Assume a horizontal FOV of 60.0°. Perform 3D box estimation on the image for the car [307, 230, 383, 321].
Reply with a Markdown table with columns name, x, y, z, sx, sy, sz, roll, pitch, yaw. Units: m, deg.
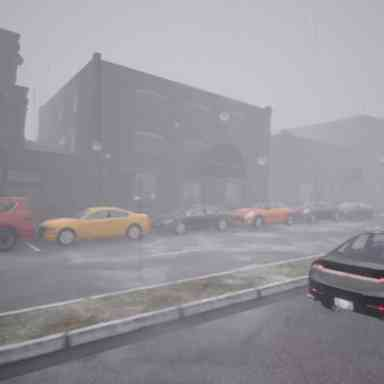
| name | x | y | z | sx | sy | sz | roll | pitch | yaw |
| --- | --- | --- | --- | --- | --- | --- | --- | --- | --- |
| car | 4.298 | 1.500 | 6.505 | 4.902 | 1.511 | 2.128 | 0 | 0 | -35 |

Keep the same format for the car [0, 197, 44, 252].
| name | x | y | z | sx | sy | sz | roll | pitch | yaw |
| --- | --- | --- | --- | --- | --- | --- | --- | --- | --- |
| car | -8.802 | 1.202 | 12.278 | 5.566 | 2.045 | 2.435 | 0 | 0 | -36 |

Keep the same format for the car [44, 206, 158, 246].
| name | x | y | z | sx | sy | sz | roll | pitch | yaw |
| --- | --- | --- | --- | --- | --- | --- | --- | --- | --- |
| car | -4.387 | 1.460 | 15.444 | 5.008 | 1.535 | 2.097 | 0 | 0 | -36 |

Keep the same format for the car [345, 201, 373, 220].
| name | x | y | z | sx | sy | sz | roll | pitch | yaw |
| --- | --- | --- | --- | --- | --- | --- | --- | --- | --- |
| car | 13.674 | 1.531 | 28.392 | 4.674 | 1.452 | 2.002 | 0 | 0 | -36 |

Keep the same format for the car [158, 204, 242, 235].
| name | x | y | z | sx | sy | sz | roll | pitch | yaw |
| --- | --- | --- | --- | --- | --- | --- | --- | --- | --- |
| car | 0.104 | 1.469 | 18.664 | 4.892 | 1.521 | 2.231 | 0 | 0 | -36 |

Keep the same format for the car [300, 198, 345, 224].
| name | x | y | z | sx | sy | sz | roll | pitch | yaw |
| --- | --- | --- | --- | --- | --- | --- | --- | --- | --- |
| car | 9.106 | 1.358 | 25.116 | 4.553 | 1.767 | 2.185 | 0 | 0 | -36 |

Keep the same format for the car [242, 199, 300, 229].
| name | x | y | z | sx | sy | sz | roll | pitch | yaw |
| --- | --- | --- | --- | --- | --- | --- | --- | --- | --- |
| car | 4.615 | 1.350 | 21.897 | 4.553 | 1.767 | 2.185 | 0 | 0 | -36 |
